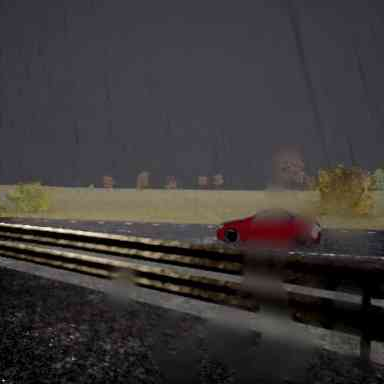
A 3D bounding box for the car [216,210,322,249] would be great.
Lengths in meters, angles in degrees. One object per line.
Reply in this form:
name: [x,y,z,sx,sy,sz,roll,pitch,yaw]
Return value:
car: [3.120,1.438,13.730,4.181,1.385,1.994,0,0,21]
